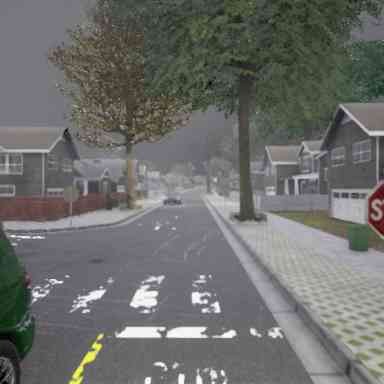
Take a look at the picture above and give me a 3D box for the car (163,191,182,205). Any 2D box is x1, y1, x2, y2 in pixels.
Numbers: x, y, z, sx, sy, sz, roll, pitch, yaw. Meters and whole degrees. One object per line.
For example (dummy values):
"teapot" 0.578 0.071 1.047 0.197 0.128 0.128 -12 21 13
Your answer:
"car" -2.364 0.688 41.397 2.097 1.767 4.553 0 1 1

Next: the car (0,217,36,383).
"car" -2.739 1.213 1.298 2.150 2.045 5.566 0 1 0
